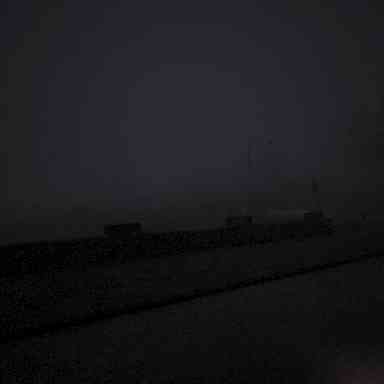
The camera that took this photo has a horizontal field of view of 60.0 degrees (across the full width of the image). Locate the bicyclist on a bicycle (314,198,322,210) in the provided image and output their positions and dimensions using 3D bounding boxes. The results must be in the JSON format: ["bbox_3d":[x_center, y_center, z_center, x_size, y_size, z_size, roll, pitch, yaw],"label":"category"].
[{"bbox_3d":[15.231,1.349,40.125,1.656,1.620,0.582,0,0,-35],"label":"bicyclist on a bicycle"}]

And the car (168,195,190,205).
[{"bbox_3d":[-2.258,1.352,57.328,2.097,1.767,4.553,0,0,-35],"label":"car"}]

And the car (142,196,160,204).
[{"bbox_3d":[-8.129,1.478,65.481,1.882,1.535,5.008,0,0,-35],"label":"car"}]
